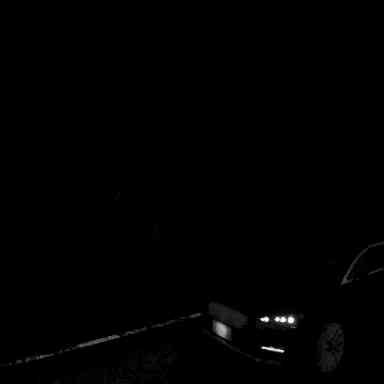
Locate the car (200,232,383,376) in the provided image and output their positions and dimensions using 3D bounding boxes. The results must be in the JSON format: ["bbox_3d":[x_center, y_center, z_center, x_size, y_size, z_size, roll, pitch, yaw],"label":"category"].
[{"bbox_3d":[2.384,1.492,5.647,4.902,1.511,2.128,0,0,-35],"label":"car"}]
